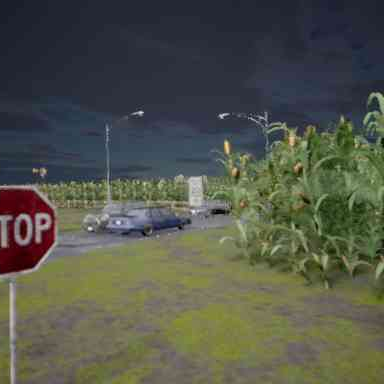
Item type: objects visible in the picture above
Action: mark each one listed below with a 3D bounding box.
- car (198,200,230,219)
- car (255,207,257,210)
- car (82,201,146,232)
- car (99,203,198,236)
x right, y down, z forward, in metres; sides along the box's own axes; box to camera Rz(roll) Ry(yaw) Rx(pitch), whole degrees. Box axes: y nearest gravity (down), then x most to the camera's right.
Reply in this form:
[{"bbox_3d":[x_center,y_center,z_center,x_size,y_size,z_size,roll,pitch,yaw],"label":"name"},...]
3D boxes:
[{"bbox_3d":[1.520,1.445,28.622,2.128,1.511,4.902,-2,-1,35],"label":"car"},{"bbox_3d":[8.685,1.394,38.981,1.994,1.385,4.181,-2,0,35],"label":"car"},{"bbox_3d":[-4.351,1.404,20.120,2.097,1.767,4.553,-2,-1,35],"label":"car"},{"bbox_3d":[-2.167,1.524,18.257,2.033,1.411,5.357,-2,-1,35],"label":"car"}]
